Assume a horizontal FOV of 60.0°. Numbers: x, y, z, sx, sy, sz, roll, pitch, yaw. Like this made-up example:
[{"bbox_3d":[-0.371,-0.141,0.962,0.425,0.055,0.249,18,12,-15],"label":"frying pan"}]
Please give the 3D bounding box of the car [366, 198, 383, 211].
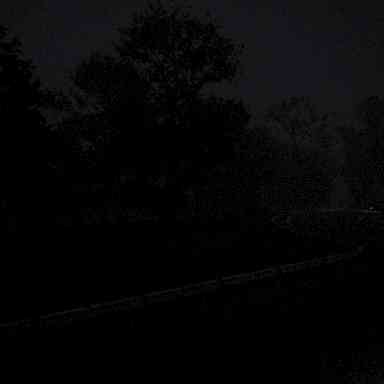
[{"bbox_3d":[21.034,1.265,34.870,5.357,1.411,2.033,0,0,-14],"label":"car"}]
